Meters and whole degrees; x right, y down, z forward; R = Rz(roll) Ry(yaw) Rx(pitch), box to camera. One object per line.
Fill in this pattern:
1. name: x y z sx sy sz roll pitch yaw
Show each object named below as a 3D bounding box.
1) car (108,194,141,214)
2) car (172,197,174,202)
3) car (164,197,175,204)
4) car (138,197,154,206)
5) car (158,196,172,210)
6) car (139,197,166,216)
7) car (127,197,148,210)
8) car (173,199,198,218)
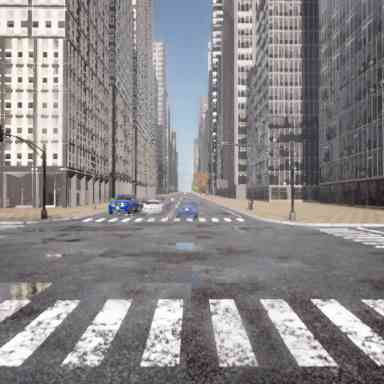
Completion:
1. car: -7.147 1.221 35.083 2.150 2.045 5.566 0 0 2
2. car: -4.222 1.542 52.939 2.033 1.411 5.357 0 0 -1
3. car: -4.397 1.585 65.713 1.895 1.301 4.718 0 0 -1
4. car: -7.519 1.540 55.306 2.033 1.411 5.357 0 0 -1
5. car: -4.042 1.350 42.316 2.097 1.767 4.553 0 0 -1
6. car: -3.870 1.526 33.403 1.812 1.442 4.674 0 0 -2
7. car: -7.335 1.487 45.133 2.128 1.511 4.902 0 0 -1
8. car: -0.435 1.546 30.590 2.033 1.411 5.357 0 0 0
